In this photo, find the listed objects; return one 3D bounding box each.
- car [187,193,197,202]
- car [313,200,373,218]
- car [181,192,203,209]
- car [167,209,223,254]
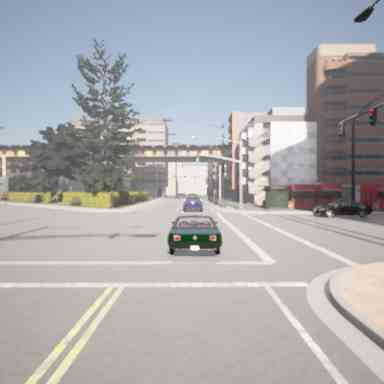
[{"bbox_3d":[-0.007,1.103,68.700,2.097,1.767,4.553,0,0,0],"label":"car"},{"bbox_3d":[13.166,1.488,29.153,4.902,1.511,2.128,0,0,-1],"label":"car"},{"bbox_3d":[0.098,1.211,37.773,2.097,1.767,4.553,0,0,0],"label":"car"},{"bbox_3d":[0.100,1.575,13.381,1.895,1.301,4.718,0,0,0],"label":"car"}]
